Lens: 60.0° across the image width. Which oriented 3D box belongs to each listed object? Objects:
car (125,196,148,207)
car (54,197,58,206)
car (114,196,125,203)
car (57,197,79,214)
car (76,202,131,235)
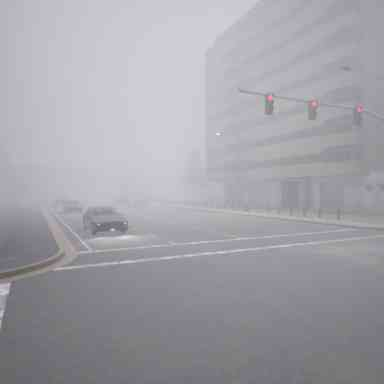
[{"bbox_3d":[-8.163,1.377,50.377,1.882,1.535,5.008,-1,0,-25],"label":"car"},{"bbox_3d":[-19.827,1.383,50.337,1.895,1.301,4.718,-1,0,-25],"label":"car"},{"bbox_3d":[-12.512,1.372,59.397,1.882,1.535,5.008,-1,0,-25],"label":"car"},{"bbox_3d":[-12.808,1.539,35.381,2.033,1.411,5.357,-1,0,-25],"label":"car"},{"bbox_3d":[-5.209,1.549,19.420,2.033,1.411,5.357,-1,0,-26],"label":"car"}]
